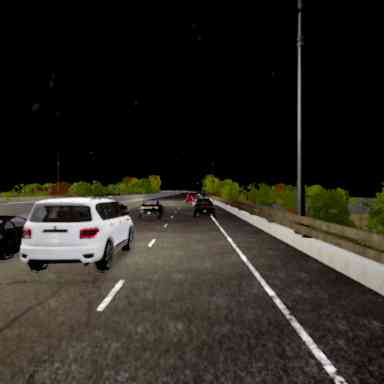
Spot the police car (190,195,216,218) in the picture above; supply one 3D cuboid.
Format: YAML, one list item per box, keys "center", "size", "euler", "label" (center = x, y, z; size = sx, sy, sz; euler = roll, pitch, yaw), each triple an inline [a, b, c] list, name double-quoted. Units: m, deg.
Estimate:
- center: [1.054, 1.367, 29.751]
  size: [1.930, 1.638, 5.238]
  euler: [0, 0, 0]
  label: "police car"

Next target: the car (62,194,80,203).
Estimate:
- center: [-24.490, 1.213, 67.371]
  size: [2.097, 1.767, 4.553]
  euler: [0, 0, 0]
  label: "car"

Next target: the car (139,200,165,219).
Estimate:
- center: [-3.396, 1.435, 28.685]
  size: [2.128, 1.511, 4.902]
  euler: [0, 0, 0]
  label: "car"

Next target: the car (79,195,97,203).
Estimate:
- center: [-20.990, 1.398, 67.342]
  size: [2.033, 1.411, 5.357]
  euler: [0, 0, 0]
  label: "car"

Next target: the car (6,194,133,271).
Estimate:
- center: [-3.398, 1.200, 10.911]
  size: [2.150, 2.045, 5.566]
  euler: [0, 0, 0]
  label: "car"

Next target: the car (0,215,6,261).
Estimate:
- center: [-6.898, 1.540, 12.255]
  size: [1.994, 1.385, 4.181]
  euler: [0, 0, 0]
  label: "car"

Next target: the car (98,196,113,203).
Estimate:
- center: [-17.490, 1.453, 67.311]
  size: [1.895, 1.301, 4.718]
  euler: [0, 0, 0]
  label: "car"

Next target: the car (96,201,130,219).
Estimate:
- center: [-6.895, 1.506, 29.437]
  size: [1.994, 1.385, 4.181]
  euler: [0, 0, 0]
  label: "car"

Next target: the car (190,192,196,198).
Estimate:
- center: [1.057, 1.261, 45.611]
  size: [2.097, 1.767, 4.553]
  euler: [0, 0, 0]
  label: "car"

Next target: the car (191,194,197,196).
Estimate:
- center: [1.056, 1.377, 39.831]
  size: [1.801, 1.575, 5.366]
  euler: [0, 0, 0]
  label: "car"

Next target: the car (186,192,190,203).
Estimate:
- center: [0.010, 1.108, 64.115]
  size: [2.150, 2.045, 5.566]
  euler: [0, 0, 0]
  label: "car"
